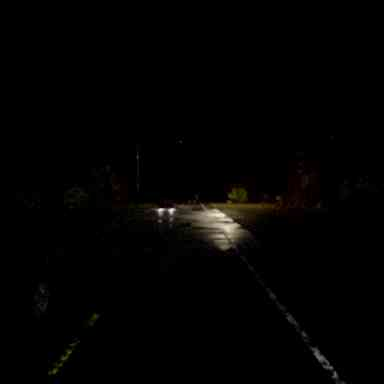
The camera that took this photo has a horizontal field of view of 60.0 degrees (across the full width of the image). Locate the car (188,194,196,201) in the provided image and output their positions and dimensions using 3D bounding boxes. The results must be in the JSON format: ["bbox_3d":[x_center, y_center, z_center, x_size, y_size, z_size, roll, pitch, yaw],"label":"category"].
[{"bbox_3d":[0.021,1.513,82.605,2.128,1.511,4.902,0,0,0],"label":"car"}]

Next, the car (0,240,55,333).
[{"bbox_3d":[-3.599,1.500,4.584,2.128,1.511,4.902,0,0,0],"label":"car"}]

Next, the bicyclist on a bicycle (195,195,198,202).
[{"bbox_3d":[0.982,1.461,74.850,0.582,1.620,1.656,0,0,0],"label":"bicyclist on a bicycle"}]

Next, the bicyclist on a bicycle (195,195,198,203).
[{"bbox_3d":[0.981,1.389,66.719,0.659,1.776,1.843,0,0,0],"label":"bicyclist on a bicycle"}]

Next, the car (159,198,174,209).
[{"bbox_3d":[-3.568,1.556,46.973,1.812,1.442,4.674,0,0,0],"label":"car"}]
